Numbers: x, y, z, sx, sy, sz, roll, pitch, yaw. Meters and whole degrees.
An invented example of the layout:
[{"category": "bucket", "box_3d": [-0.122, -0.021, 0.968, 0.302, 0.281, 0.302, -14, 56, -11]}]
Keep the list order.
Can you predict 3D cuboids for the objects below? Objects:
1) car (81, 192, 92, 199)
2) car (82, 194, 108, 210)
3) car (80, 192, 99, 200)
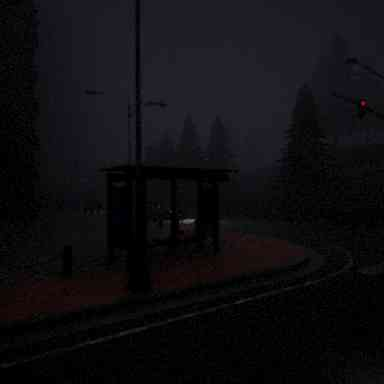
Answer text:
[{"category": "car", "box_3d": [-23.227, 0.969, 79.264, 4.605, 1.855, 1.932, 0, 0, -36]}, {"category": "car", "box_3d": [-11.738, 1.331, 41.440, 1.837, 1.490, 4.892, 0, 0, -35]}, {"category": "car", "box_3d": [-25.009, 0.973, 81.080, 3.866, 1.878, 1.905, 0, 0, -36]}]
